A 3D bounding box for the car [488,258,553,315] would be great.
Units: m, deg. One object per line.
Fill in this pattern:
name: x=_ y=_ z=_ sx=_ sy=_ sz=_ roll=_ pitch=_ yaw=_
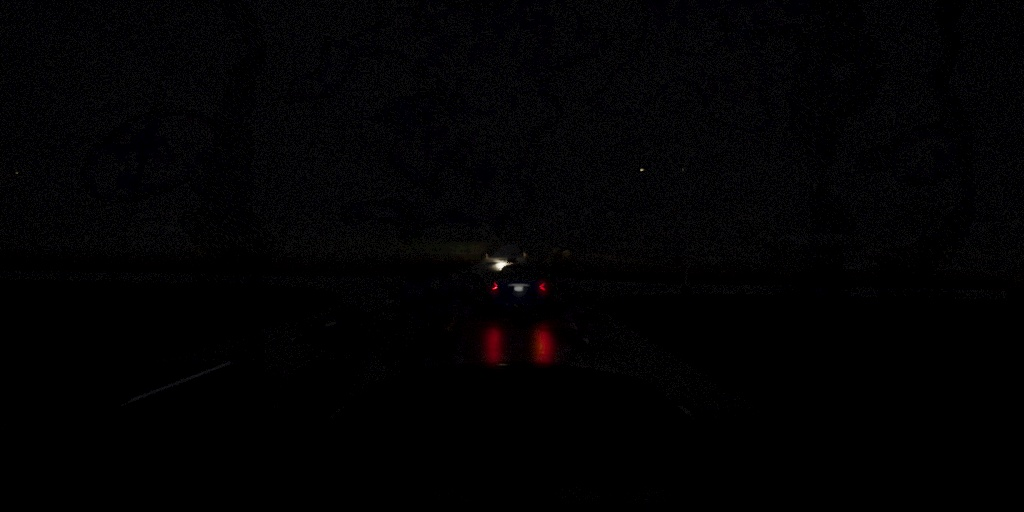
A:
car: x=0.471 y=1.079 z=13.754 sx=2.097 sy=1.767 sz=4.553 roll=0 pitch=0 yaw=7
